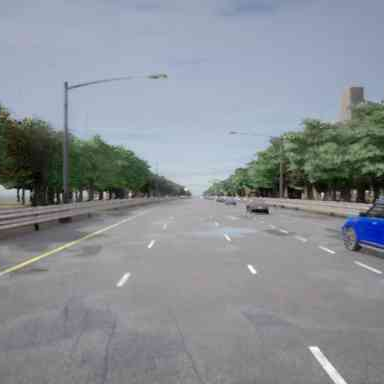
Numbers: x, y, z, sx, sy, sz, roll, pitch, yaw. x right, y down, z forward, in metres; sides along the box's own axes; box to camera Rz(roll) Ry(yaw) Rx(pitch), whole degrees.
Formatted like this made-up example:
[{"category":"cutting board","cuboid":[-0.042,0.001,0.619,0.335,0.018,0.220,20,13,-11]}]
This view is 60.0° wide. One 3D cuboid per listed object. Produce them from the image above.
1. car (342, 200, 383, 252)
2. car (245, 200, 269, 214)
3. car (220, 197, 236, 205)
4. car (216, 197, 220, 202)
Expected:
[{"category":"car","cuboid":[7.011,1.223,10.784,2.150,2.045,5.566,0,0,0]},{"category":"car","cuboid":[7.028,1.594,36.270,1.994,1.385,4.181,0,0,0]},{"category":"car","cuboid":[7.133,1.763,63.163,2.033,1.411,5.357,0,-1,0]},{"category":"car","cuboid":[7.298,2.071,87.304,1.994,1.385,4.181,0,-1,0]}]
